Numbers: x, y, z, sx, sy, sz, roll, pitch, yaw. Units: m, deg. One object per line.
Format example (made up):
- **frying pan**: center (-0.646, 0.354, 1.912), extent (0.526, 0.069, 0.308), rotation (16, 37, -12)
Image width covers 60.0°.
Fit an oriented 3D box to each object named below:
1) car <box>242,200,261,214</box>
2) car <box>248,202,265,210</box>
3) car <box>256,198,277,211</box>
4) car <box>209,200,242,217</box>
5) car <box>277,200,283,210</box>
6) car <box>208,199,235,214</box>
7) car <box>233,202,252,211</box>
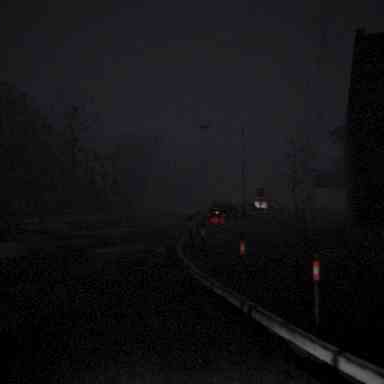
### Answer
- **car**: center (7.089, 2.014, 42.562), extent (1.994, 1.385, 4.181), rotation (-1, -2, 25)
- **car**: center (11.931, 2.465, 61.253), extent (2.033, 1.411, 5.357), rotation (-1, -2, 24)
- **car**: center (11.194, 1.898, 51.712), extent (2.150, 2.045, 5.566), rotation (-1, -2, 24)
- **car**: center (3.235, 1.722, 33.302), extent (1.837, 1.490, 4.892), rotation (-1, -2, 22)
- **car**: center (15.052, 2.242, 60.275), extent (2.097, 1.767, 4.553), rotation (-1, -2, 24)
- **car**: center (3.872, 1.823, 43.271), extent (2.097, 1.767, 4.553), rotation (-1, -2, 25)
- **car**: center (8.048, 2.268, 52.630), extent (1.994, 1.385, 4.181), rotation (-1, -2, 24)
